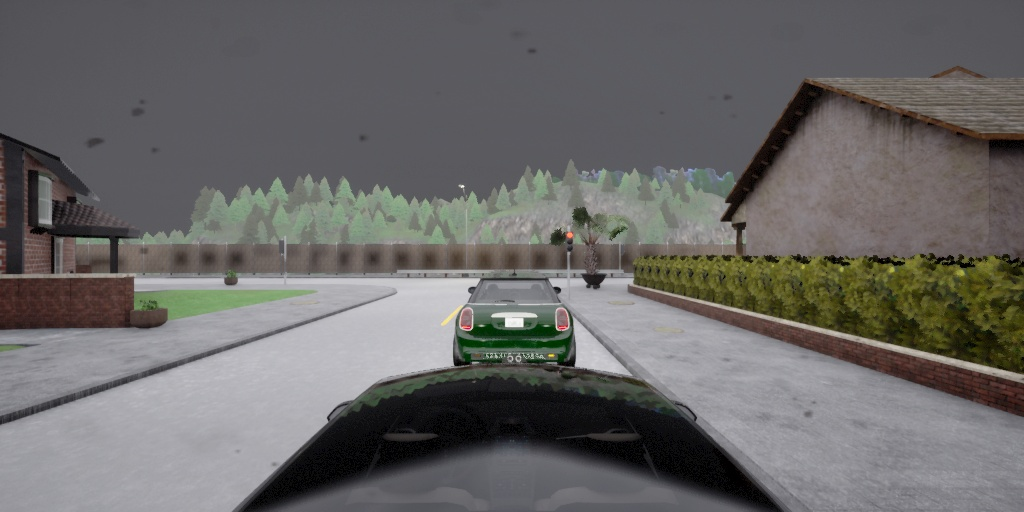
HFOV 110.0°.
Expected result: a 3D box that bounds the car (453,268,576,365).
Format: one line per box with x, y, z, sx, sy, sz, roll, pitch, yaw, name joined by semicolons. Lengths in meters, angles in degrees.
0.057;1.102;7.953;2.097;1.767;4.553;0;0;0;car
